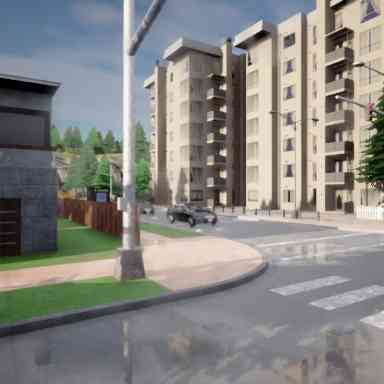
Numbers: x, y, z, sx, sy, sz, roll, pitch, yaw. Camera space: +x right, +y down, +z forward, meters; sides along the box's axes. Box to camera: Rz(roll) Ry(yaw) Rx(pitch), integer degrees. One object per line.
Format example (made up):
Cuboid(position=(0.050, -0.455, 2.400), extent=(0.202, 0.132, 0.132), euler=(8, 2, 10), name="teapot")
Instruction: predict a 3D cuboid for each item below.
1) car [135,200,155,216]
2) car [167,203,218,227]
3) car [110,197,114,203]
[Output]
Cuboid(position=(-5.144, 1.512, 31.850), extent=(2.128, 1.511, 4.902), euler=(0, 0, -30), name="car")
Cuboid(position=(-0.080, 1.513, 23.151), extent=(2.128, 1.511, 4.902), euler=(0, 0, -30), name="car")
Cuboid(position=(-11.880, 1.240, 43.511), extent=(2.150, 2.045, 5.566), euler=(0, 0, -30), name="car")
